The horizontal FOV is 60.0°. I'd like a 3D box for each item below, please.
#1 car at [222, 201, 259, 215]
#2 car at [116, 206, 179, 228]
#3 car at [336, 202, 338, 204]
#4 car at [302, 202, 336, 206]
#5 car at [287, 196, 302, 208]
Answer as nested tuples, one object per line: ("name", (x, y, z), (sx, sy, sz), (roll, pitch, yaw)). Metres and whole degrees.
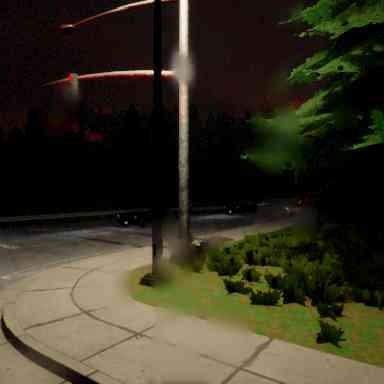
("car", (4.897, 1.573, 33.262), (1.895, 1.301, 4.718), (0, 0, 35))
("car", (-2.792, 1.573, 22.194), (1.895, 1.301, 4.718), (0, 0, 35))
("car", (22.699, 1.464, 51.378), (2.128, 1.511, 4.902), (0, 0, 37))
("car", (16.399, 1.194, 42.910), (2.150, 2.045, 5.566), (0, 0, 36))
("car", (15.211, 1.353, 47.390), (2.097, 1.767, 4.553), (0, 0, 37))
